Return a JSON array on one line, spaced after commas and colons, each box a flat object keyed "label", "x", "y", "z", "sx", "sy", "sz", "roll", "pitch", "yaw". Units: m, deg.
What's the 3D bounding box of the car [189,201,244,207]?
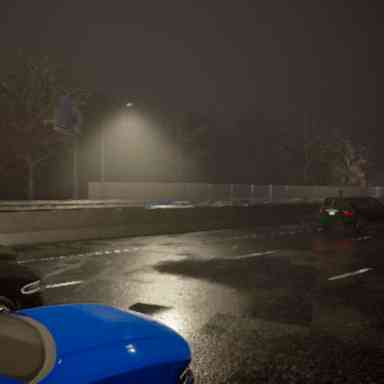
[{"label": "car", "x": 2.593, "y": 1.498, "z": 27.337, "sx": 4.902, "sy": 1.511, "sz": 2.128, "roll": 0, "pitch": 0, "yaw": -35}]

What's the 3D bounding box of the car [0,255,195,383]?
[{"label": "car", "x": -2.252, "y": 1.477, "z": 2.139, "sx": 5.008, "sy": 1.535, "sz": 1.882, "roll": 0, "pitch": 0, "yaw": -36}]

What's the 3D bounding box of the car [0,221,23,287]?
[{"label": "car", "x": -6.908, "y": 1.547, "z": 7.417, "sx": 5.357, "sy": 1.411, "sz": 2.033, "roll": 0, "pitch": 0, "yaw": -36}]

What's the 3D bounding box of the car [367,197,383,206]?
[{"label": "car", "x": 32.094, "y": 1.652, "z": 56.882, "sx": 4.181, "sy": 1.385, "sz": 1.994, "roll": 0, "pitch": 0, "yaw": -35}]

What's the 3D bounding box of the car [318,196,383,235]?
[{"label": "car", "x": 9.612, "y": 1.229, "z": 19.206, "sx": 5.566, "sy": 2.045, "sz": 2.150, "roll": 0, "pitch": 0, "yaw": -36}]

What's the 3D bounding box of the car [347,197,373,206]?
[{"label": "car", "x": 30.296, "y": 1.599, "z": 59.893, "sx": 4.902, "sy": 1.511, "sz": 2.128, "roll": 0, "pitch": 0, "yaw": -35}]

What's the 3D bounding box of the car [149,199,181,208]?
[{"label": "car", "x": -1.448, "y": 1.607, "z": 33.054, "sx": 4.718, "sy": 1.301, "sz": 1.895, "roll": 0, "pitch": 0, "yaw": -35}]

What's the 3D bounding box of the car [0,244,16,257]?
[{"label": "car", "x": -4.763, "y": 1.477, "z": 4.644, "sx": 5.008, "sy": 1.535, "sz": 1.882, "roll": 0, "pitch": 0, "yaw": -36}]

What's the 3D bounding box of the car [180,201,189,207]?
[{"label": "car", "x": 1.426, "y": 1.571, "z": 30.801, "sx": 4.181, "sy": 1.385, "sz": 1.994, "roll": 0, "pitch": 0, "yaw": -35}]

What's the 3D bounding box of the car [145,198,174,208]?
[{"label": "car", "x": -2.770, "y": 1.484, "z": 36.406, "sx": 5.008, "sy": 1.535, "sz": 1.882, "roll": 0, "pitch": 0, "yaw": -35}]
